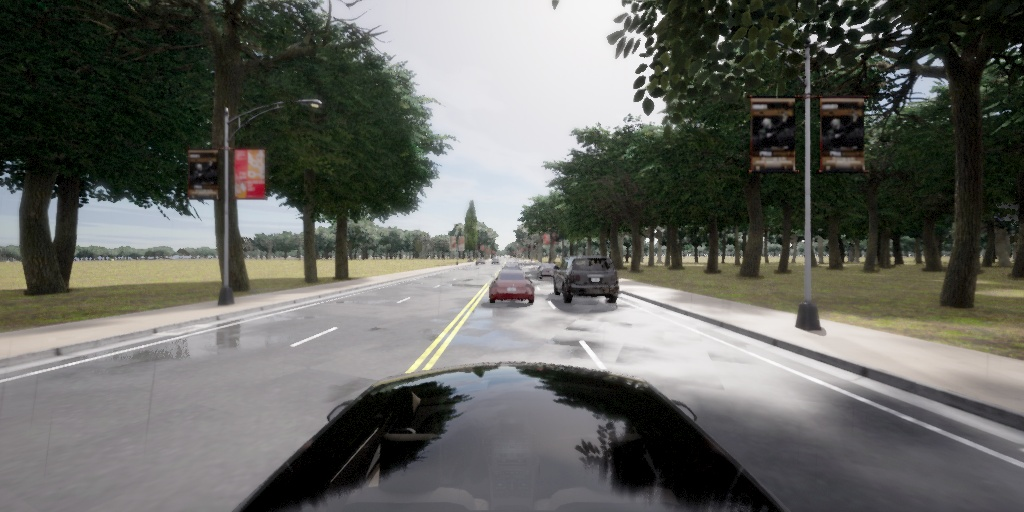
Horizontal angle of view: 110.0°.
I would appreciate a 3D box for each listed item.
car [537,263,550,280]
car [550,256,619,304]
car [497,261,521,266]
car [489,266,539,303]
[{"bbox_3d":[3.204,1.313,31.523,2.033,1.411,5.357,0,0,0],"label":"car"},{"bbox_3d":[3.239,1.008,16.546,2.150,2.045,5.566,0,0,0],"label":"car"},{"bbox_3d":[-0.046,1.322,31.513,1.994,1.385,4.181,0,0,0],"label":"car"},{"bbox_3d":[-0.012,1.323,16.511,1.994,1.385,4.181,0,0,0],"label":"car"}]
